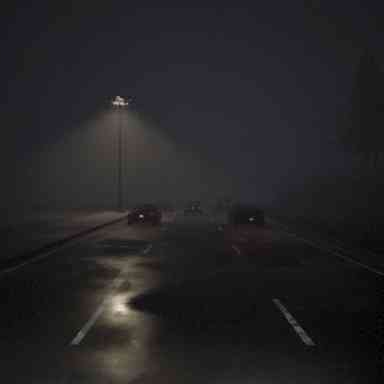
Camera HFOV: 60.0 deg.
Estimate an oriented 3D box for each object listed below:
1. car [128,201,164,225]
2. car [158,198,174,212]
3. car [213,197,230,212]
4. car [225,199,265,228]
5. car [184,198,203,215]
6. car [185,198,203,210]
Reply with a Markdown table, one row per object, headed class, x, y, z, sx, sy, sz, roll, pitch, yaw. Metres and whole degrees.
| class | x | y | z | sx | sy | sz | roll | pitch | yaw |
| --- | --- | --- | --- | --- | --- | --- | --- | --- | --- |
| car | -3.400 | 1.592 | 24.353 | 1.994 | 1.385 | 4.181 | 0 | 0 | 0 |
| car | -3.306 | 1.526 | 40.492 | 1.882 | 1.535 | 5.008 | 0 | 0 | 1 |
| car | 3.657 | 1.399 | 39.317 | 2.097 | 1.767 | 4.553 | 0 | 0 | 1 |
| car | 3.600 | 1.504 | 22.600 | 1.882 | 1.535 | 5.008 | 0 | 0 | 0 |
| car | 0.104 | 1.588 | 34.238 | 2.033 | 1.411 | 5.357 | 0 | 0 | 0 |
| car | 0.328 | 1.544 | 44.017 | 2.128 | 1.511 | 4.902 | 0 | 0 | 2 |
